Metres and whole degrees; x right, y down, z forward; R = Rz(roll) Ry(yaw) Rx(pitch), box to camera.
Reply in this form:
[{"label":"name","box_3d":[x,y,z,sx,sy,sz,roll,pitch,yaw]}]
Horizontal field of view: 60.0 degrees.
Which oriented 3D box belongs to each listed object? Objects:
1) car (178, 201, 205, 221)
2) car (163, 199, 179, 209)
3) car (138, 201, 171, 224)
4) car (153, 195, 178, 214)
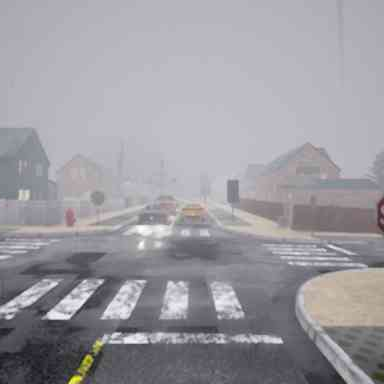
[{"label":"car","box_3d":[0.055,1.529,27.919,1.882,1.535,5.008,0,0,0]},{"label":"car","box_3d":[-2.901,1.680,47.337,1.994,1.385,4.181,0,0,0]},{"label":"car","box_3d":[-2.857,1.607,24.943,1.994,1.385,4.181,0,0,-2]},{"label":"car","box_3d":[-2.893,1.298,36.131,2.150,2.045,5.566,0,0,0]}]
